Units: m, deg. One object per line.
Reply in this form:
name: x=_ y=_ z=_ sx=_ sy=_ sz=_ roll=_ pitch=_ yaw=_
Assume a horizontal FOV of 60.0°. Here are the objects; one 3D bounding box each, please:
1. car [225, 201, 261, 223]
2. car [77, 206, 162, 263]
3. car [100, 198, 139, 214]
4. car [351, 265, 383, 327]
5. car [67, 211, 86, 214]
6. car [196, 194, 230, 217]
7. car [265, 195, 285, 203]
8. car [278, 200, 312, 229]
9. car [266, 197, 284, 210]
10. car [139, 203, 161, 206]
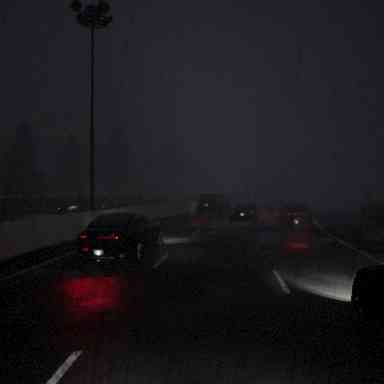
car: x=4.085 y=1.535 z=25.147 sx=1.994 sy=1.385 sz=4.181 roll=0 pitch=0 yaw=17
car: x=-2.365 y=1.478 z=11.945 sx=1.837 sy=1.490 sz=4.892 roll=0 pitch=0 yaw=8
car: x=-7.535 y=1.446 z=35.158 sx=1.812 sy=1.442 sz=4.674 roll=0 pitch=0 yaw=20
car: x=3.901 y=1.568 z=4.556 sx=1.994 sy=1.385 sz=4.181 roll=0 pitch=0 yaw=3
car: x=-11.997 y=1.416 z=32.923 sx=1.837 sy=1.490 sz=4.892 roll=0 pitch=0 yaw=19
car: x=2.108 y=1.178 z=30.560 sx=2.150 sy=2.045 sz=5.566 roll=0 pitch=0 yaw=19
car: x=17.263 y=1.416 z=69.298 sx=2.128 sy=1.511 sz=4.902 roll=0 pitch=0 yaw=40
car: x=6.744 y=1.489 z=21.826 sx=1.837 sy=1.490 sz=4.892 roll=0 pitch=0 yaw=14
car: x=10.557 y=1.455 z=41.171 sx=2.128 sy=1.511 sz=4.902 roll=0 pitch=0 yaw=27
car: x=-3.930 y=1.495 z=34.822 sx=1.994 sy=1.385 sz=4.181 roll=0 pitch=0 yaw=21
